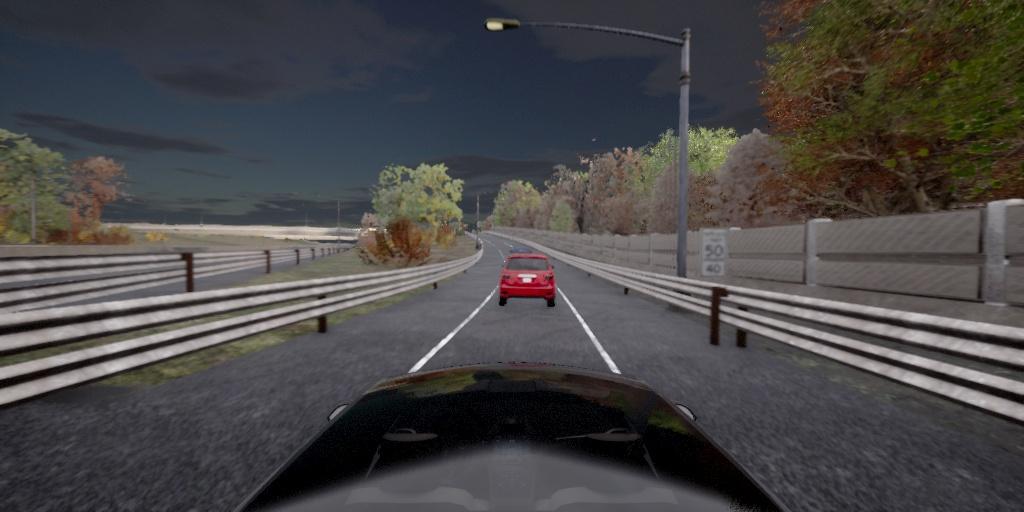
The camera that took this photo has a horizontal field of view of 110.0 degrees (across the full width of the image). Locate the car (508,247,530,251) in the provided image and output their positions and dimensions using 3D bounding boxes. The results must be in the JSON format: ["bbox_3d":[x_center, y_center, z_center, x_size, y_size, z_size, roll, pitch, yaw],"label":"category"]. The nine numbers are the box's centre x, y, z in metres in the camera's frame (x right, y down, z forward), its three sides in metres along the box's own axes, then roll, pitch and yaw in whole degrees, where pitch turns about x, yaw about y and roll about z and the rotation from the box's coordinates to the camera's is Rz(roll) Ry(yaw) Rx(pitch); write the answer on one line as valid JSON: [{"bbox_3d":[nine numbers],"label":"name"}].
[{"bbox_3d":[1.010,0.036,39.478,2.150,2.045,5.566,1,3,-2],"label":"car"}]

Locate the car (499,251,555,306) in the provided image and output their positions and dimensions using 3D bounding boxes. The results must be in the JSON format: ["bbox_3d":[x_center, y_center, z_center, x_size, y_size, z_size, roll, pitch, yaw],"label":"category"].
[{"bbox_3d":[0.671,0.925,15.645,2.150,2.045,5.566,1,1,3],"label":"car"}]
